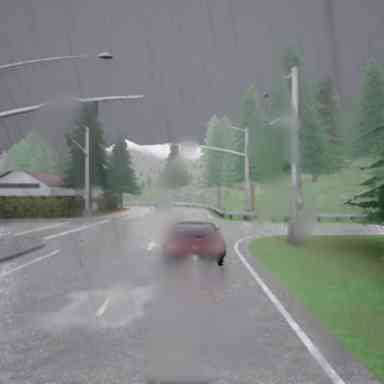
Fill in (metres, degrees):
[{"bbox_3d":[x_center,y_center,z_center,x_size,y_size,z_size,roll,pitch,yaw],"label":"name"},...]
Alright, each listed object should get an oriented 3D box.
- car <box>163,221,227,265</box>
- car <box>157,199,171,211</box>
[{"bbox_3d":[0.084,1.673,11.918,1.895,1.301,4.718,0,0,0],"label":"car"},{"bbox_3d":[-3.757,1.758,44.734,2.128,1.511,4.902,0,0,-4],"label":"car"}]
